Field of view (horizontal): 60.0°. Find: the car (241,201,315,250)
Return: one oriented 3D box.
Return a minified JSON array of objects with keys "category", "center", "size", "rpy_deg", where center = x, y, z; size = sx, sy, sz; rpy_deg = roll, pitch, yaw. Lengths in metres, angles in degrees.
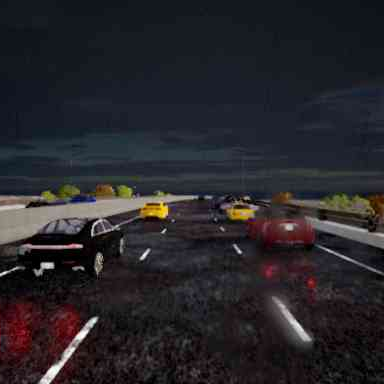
[{"category":"car","center":[3.676,1.382,14.707],"size":[2.097,1.767,4.553],"rpy_deg":[0,0,0]}]

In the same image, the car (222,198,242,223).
[{"category":"car","center":[3.708,1.511,26.096],"size":[1.801,1.575,5.366],"rpy_deg":[0,0,1]}]

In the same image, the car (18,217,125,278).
[{"category":"car","center":[-3.357,1.510,10.178],"size":[2.128,1.511,4.902],"rpy_deg":[0,0,0]}]

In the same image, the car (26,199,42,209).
[{"category":"car","center":[-20.476,1.682,44.691],"size":[1.994,1.385,4.181],"rpy_deg":[0,0,2]}]

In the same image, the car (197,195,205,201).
[{"category":"car","center":[2.387,1.809,90.413],"size":[1.994,1.385,4.181],"rpy_deg":[0,0,3]}]

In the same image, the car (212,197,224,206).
[{"category":"car","center":[4.526,1.706,58.664],"size":[1.837,1.490,4.892],"rpy_deg":[0,0,2]}]

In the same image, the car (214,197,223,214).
[{"category":"car","center":[3.910,1.523,36.828],"size":[2.033,1.649,4.856],"rpy_deg":[0,0,1]}]

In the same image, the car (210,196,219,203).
[{"category":"car","center":[5.421,1.838,80.521],"size":[2.163,1.488,4.792],"rpy_deg":[0,0,3]}]

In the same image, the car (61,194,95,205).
[{"category":"car","center":[-13.588,1.323,40.778],"size":[2.150,2.045,5.566],"rpy_deg":[0,0,2]}]

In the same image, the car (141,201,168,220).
[{"category":"car","center":[-3.145,1.537,28.497],"size":[1.882,1.535,5.008],"rpy_deg":[0,0,1]}]

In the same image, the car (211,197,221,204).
[{"category":"car","center":[4.938,1.742,69.578],"size":[1.882,1.535,5.008],"rpy_deg":[0,0,2]}]

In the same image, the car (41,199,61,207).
[{"category":"car","center":[-17.025,1.659,43.336],"size":[2.033,1.411,5.357],"rpy_deg":[0,0,2]}]

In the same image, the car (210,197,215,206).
[{"category":"car","center":[4.184,1.647,47.776],"size":[2.163,1.488,4.792],"rpy_deg":[0,0,2]}]
